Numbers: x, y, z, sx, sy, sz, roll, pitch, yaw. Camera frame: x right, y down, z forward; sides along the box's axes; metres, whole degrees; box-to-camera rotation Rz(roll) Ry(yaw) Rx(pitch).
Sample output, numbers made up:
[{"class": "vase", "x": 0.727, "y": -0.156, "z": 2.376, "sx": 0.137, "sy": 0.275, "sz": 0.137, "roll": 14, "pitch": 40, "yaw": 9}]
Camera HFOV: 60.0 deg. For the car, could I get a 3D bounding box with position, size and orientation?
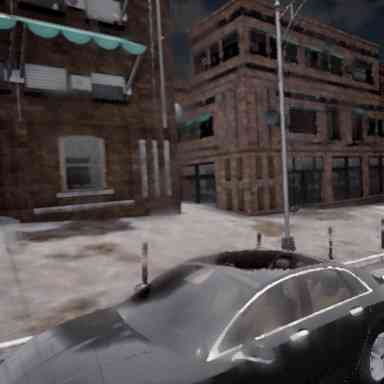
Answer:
[{"class": "car", "x": 0.515, "y": 1.504, "z": 3.739, "sx": 4.892, "sy": 1.490, "sz": 1.837, "roll": 0, "pitch": 0, "yaw": -35}]
